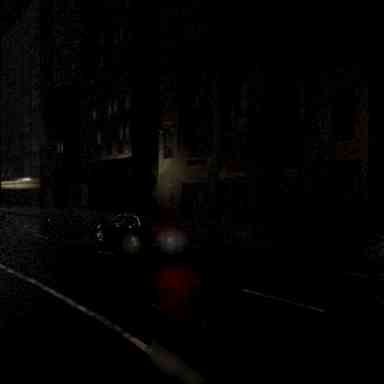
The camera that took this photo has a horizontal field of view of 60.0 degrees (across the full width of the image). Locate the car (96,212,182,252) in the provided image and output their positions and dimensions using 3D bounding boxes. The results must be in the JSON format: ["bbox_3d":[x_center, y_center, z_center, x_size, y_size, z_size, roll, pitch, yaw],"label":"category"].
[{"bbox_3d":[-2.487,1.634,14.659,1.837,1.490,4.892,0,0,-43],"label":"car"}]
